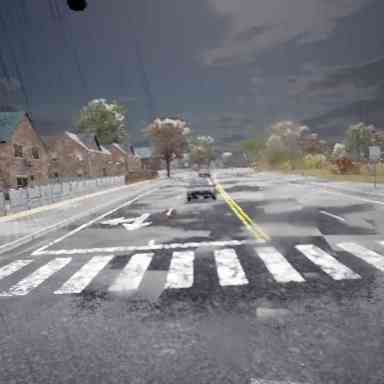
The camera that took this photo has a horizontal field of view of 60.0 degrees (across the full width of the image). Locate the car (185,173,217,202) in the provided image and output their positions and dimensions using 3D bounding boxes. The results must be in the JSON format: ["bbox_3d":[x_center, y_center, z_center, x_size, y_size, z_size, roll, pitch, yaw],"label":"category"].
[{"bbox_3d":[0.579,-0.268,21.993,2.033,1.411,5.357,-3,5,2],"label":"car"}]

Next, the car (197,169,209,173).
[{"bbox_3d":[1.945,-3.102,55.147,1.882,1.535,5.008,-3,4,4],"label":"car"}]
